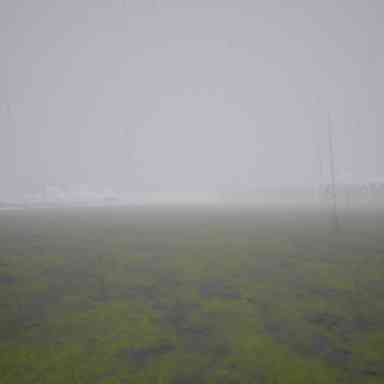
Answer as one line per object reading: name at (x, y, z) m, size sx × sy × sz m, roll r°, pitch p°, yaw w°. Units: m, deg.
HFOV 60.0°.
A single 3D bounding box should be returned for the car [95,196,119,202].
car at (-18.698, 1.539, 73.512) m, size 2.033 × 1.411 × 5.357 m, roll 0°, pitch 0°, yaw 34°
